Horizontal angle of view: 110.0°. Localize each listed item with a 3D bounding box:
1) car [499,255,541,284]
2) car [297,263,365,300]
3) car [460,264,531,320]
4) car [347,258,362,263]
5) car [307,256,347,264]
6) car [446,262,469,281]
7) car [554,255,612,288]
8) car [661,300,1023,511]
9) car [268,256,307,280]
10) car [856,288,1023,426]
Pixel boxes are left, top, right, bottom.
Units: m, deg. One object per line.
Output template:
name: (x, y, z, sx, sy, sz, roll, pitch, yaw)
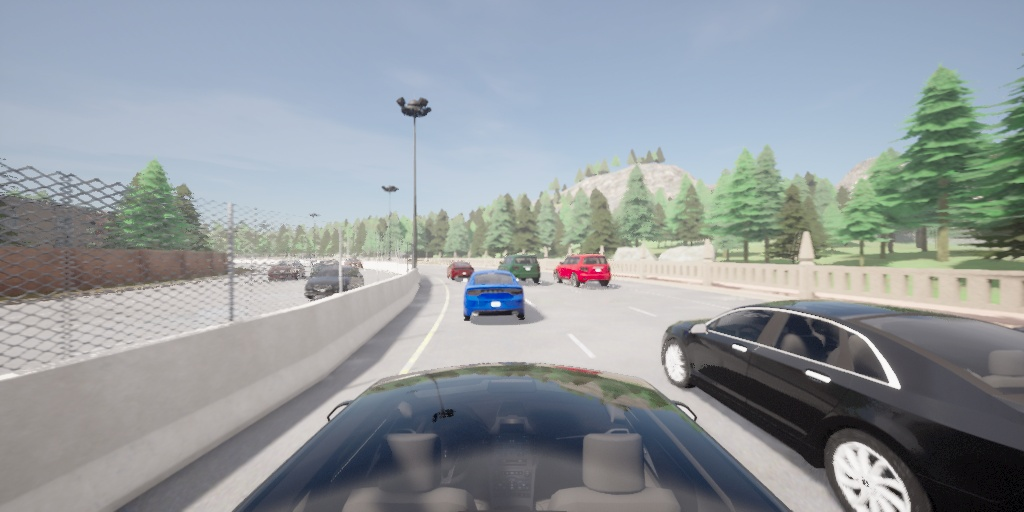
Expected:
car: (0.410, 0.947, 26.207, 2.150, 2.045, 5.566, 0, 0, -14)
car: (-8.815, 1.274, 18.218, 1.837, 1.490, 4.892, 0, 0, -11)
car: (-0.713, 1.220, 12.657, 1.882, 1.535, 5.008, 0, 0, -6)
car: (-24.745, 1.149, 56.130, 2.097, 1.767, 4.553, 0, 0, -34)
car: (-15.738, 1.137, 30.748, 2.097, 1.767, 4.553, 0, 0, -19)
car: (-4.466, 1.218, 30.614, 1.882, 1.535, 5.008, 0, 0, -17)
car: (4.552, 0.933, 23.761, 2.150, 2.045, 5.566, 0, 0, -12)
car: (3.403, 1.239, 3.974, 1.837, 1.490, 4.892, 0, 0, -2)
car: (-19.711, 1.152, 31.532, 2.097, 1.767, 4.553, 0, 0, -21)
car: (6.982, 1.268, 3.492, 2.033, 1.411, 5.357, 0, 0, -1)
